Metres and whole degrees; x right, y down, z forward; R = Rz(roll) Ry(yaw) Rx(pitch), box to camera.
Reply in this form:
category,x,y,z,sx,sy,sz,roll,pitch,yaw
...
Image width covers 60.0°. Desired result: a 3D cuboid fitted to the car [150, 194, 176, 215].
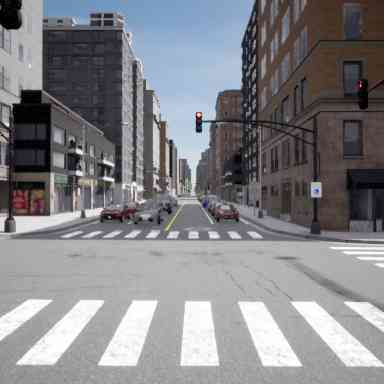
category,x,y,z,sx,sy,sz,roll,pitch,yaw
car,-3.138,1.227,34.513,2.150,2.045,5.566,0,0,0

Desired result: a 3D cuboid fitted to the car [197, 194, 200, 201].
category,x,y,z,sx,sy,sz,roll,pitch,yaw
car,2.603,1.593,71.327,1.947,1.339,4.313,1,0,0

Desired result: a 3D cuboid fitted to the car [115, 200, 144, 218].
category,x,y,z,sx,sy,sz,roll,pitch,yaw
car,-5.882,1.552,31.613,1.887,1.381,4.507,1,0,0

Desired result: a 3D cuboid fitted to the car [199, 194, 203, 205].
category,x,y,z,sx,sy,sz,roll,pitch,yaw
car,2.629,1.329,48.633,2.192,1.841,5.009,1,0,0

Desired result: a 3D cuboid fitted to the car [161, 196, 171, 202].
category,x,y,z,sx,sy,sz,roll,pitch,yaw
car,-5.928,1.582,76.996,2.008,1.369,4.403,1,0,0

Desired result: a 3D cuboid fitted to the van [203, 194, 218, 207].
category,x,y,z,sx,sy,sz,roll,pitch,yaw
van,2.635,1.353,42.960,1.690,1.788,3.998,1,0,0

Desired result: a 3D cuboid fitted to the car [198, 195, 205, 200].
category,x,y,z,sx,sy,sz,roll,pitch,yaw
car,2.581,1.565,94.190,1.752,1.417,4.829,1,0,0

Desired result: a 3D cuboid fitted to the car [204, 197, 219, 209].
category,x,y,z,sx,sy,sz,roll,pitch,yaw
car,2.638,1.591,37.287,1.802,1.307,4.206,1,0,0

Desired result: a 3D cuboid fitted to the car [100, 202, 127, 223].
category,x,y,z,sx,sy,sz,roll,pitch,yaw
car,-5.876,1.551,25.940,1.887,1.381,4.507,1,0,0

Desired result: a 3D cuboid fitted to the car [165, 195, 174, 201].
category,x,y,z,sx,sy,sz,roll,pitch,yaw
car,-5.940,1.603,88.342,1.947,1.339,4.313,1,0,0

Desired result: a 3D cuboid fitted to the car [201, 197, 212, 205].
category,x,y,z,sx,sy,sz,roll,pitch,yaw
car,2.615,1.603,59.980,1.802,1.307,4.206,1,0,0

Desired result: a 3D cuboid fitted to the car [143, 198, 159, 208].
category,x,y,z,sx,sy,sz,roll,pitch,yaw
car,-5.899,1.596,48.632,1.802,1.307,4.206,1,0,0

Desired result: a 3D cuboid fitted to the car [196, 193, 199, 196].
category,x,y,z,sx,sy,sz,roll,pitch,yaw
car,2.594,1.349,82.674,2.192,1.841,5.009,1,0,0

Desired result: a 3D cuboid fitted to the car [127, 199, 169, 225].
category,x,y,z,sx,sy,sz,roll,pitch,yaw
car,-3.104,1.497,24.346,2.128,1.511,4.902,0,0,-1

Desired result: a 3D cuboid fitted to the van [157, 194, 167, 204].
category,x,y,z,sx,sy,sz,roll,pitch,yaw
van,-5.915,1.365,65.650,1.690,1.788,3.998,1,0,0

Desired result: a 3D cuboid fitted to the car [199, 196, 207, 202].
category,x,y,z,sx,sy,sz,roll,pitch,yaw
car,2.597,1.556,77.170,1.752,1.417,4.829,1,0,0

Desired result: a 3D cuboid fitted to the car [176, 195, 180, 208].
category,x,y,z,sx,sy,sz,roll,pitch,yaw
car,-3.145,1.578,49.203,1.994,1.385,4.181,0,0,-2

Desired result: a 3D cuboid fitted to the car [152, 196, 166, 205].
category,x,y,z,sx,sy,sz,roll,pitch,yaw
car,-5.909,1.461,59.977,1.967,1.590,4.097,1,0,0

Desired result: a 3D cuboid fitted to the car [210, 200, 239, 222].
category,x,y,z,sx,sy,sz,roll,pitch,yaw
car,2.650,1.588,25.940,1.802,1.307,4.206,1,0,0

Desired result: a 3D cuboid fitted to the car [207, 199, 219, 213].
category,x,y,z,sx,sy,sz,roll,pitch,yaw
car,2.644,1.589,31.613,1.802,1.307,4.206,1,0,0

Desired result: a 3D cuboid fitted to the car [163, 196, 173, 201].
category,x,y,z,sx,sy,sz,roll,pitch,yaw
car,-5.934,1.600,82.669,1.947,1.339,4.313,1,0,0

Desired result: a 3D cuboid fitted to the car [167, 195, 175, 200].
category,x,y,z,sx,sy,sz,roll,pitch,yaw
car,-5.945,1.585,94.015,1.887,1.381,4.507,1,0,0
